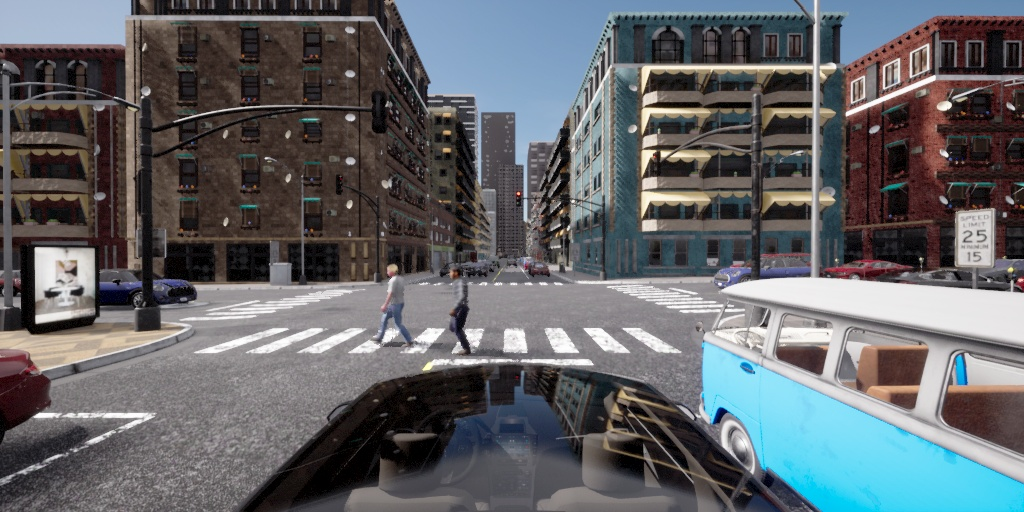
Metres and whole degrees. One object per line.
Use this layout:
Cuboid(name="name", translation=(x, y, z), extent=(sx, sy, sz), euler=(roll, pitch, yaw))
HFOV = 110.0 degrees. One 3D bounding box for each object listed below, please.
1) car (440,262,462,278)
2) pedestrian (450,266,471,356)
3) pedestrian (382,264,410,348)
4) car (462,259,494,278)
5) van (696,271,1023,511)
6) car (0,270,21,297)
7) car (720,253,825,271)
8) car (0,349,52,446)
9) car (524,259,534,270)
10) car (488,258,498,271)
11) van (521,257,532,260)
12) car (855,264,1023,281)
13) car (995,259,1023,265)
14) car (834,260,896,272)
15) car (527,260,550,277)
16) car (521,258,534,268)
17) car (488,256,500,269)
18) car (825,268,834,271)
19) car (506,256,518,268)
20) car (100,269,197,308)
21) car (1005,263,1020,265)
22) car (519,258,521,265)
Cuboid(name="car", translation=(-5.700, 1.317, 34.419), extent=(1.948, 1.339, 4.313), euler=(0, 0, 0))
Cuboid(name="pedestrian", translation=(-1.047, 1.043, 7.175), extent=(0.375, 1.860, 0.375), euler=(0, 0, 0))
Cuboid(name="pedestrian", translation=(-2.517, 1.043, 7.772), extent=(0.375, 1.860, 0.375), euler=(0, 0, 0))
Cuboid(name="car", translation=(-3.104, 1.299, 34.004), extent=(2.033, 1.411, 5.357), euler=(0, 0, 0))
Cuboid(name="van", translation=(2.689, 1.091, 2.015), extent=(1.690, 1.789, 3.998), euler=(0, 0, 0))
Cuboid(name="car", translation=(-30.266, 1.573, 21.359), extent=(4.097, 1.591, 1.967), euler=(0, 0, 0))
Cuboid(name="car", translation=(13.272, 0.874, 18.995), extent=(4.553, 1.767, 2.097), euler=(-1, 0, 1))
Cuboid(name="car", translation=(-5.692, 1.332, 2.014), extent=(1.802, 1.307, 4.207), euler=(0, 0, 0))
Cuboid(name="car", translation=(2.679, 1.319, 39.932), extent=(1.948, 1.339, 4.313), euler=(0, 0, 0))
Cuboid(name="car", translation=(-3.112, 1.302, 44.406), extent=(2.033, 1.411, 5.357), euler=(0, 0, -1))
Cuboid(name="van", translation=(2.675, 1.102, 56.502), extent=(1.690, 1.789, 3.998), euler=(0, 0, 0))
Cuboid(name="car", translation=(15.791, 1.097, 13.192), extent=(4.313, 1.339, 1.948), euler=(0, 0, 0))
Cuboid(name="car", translation=(26.333, 0.879, 19.056), extent=(5.357, 1.411, 2.033), euler=(-1, 0, 0))
Cuboid(name="car", translation=(21.338, 0.930, 21.614), extent=(4.507, 1.381, 1.888), euler=(0, 0, 0))
Cuboid(name="car", translation=(2.681, 1.333, 34.409), extent=(1.802, 1.307, 4.207), euler=(0, 0, 0))
Cuboid(name="car", translation=(2.677, 1.303, 50.979), extent=(1.888, 1.381, 4.507), euler=(0, 0, 0))
Cuboid(name="car", translation=(-3.087, 0.984, 59.401), extent=(2.150, 2.045, 5.566), euler=(0, 0, 0))
Cuboid(name="car", translation=(15.767, 0.780, 21.572), extent=(5.009, 1.841, 2.192), euler=(0, 0, 0))
Cuboid(name="car", translation=(-0.017, 1.270, 63.448), extent=(1.837, 1.490, 4.892), euler=(0, 0, 0))
Cuboid(name="car", translation=(-16.563, 1.332, 15.571), extent=(4.553, 1.767, 2.097), euler=(-1, 0, -1))
Cuboid(name="car", translation=(21.361, 1.032, 13.233), extent=(4.207, 1.307, 1.802), euler=(0, 0, 0))
Cuboid(name="car", translation=(2.674, 1.330, 62.026), extent=(1.948, 1.339, 4.313), euler=(0, 0, 0))
